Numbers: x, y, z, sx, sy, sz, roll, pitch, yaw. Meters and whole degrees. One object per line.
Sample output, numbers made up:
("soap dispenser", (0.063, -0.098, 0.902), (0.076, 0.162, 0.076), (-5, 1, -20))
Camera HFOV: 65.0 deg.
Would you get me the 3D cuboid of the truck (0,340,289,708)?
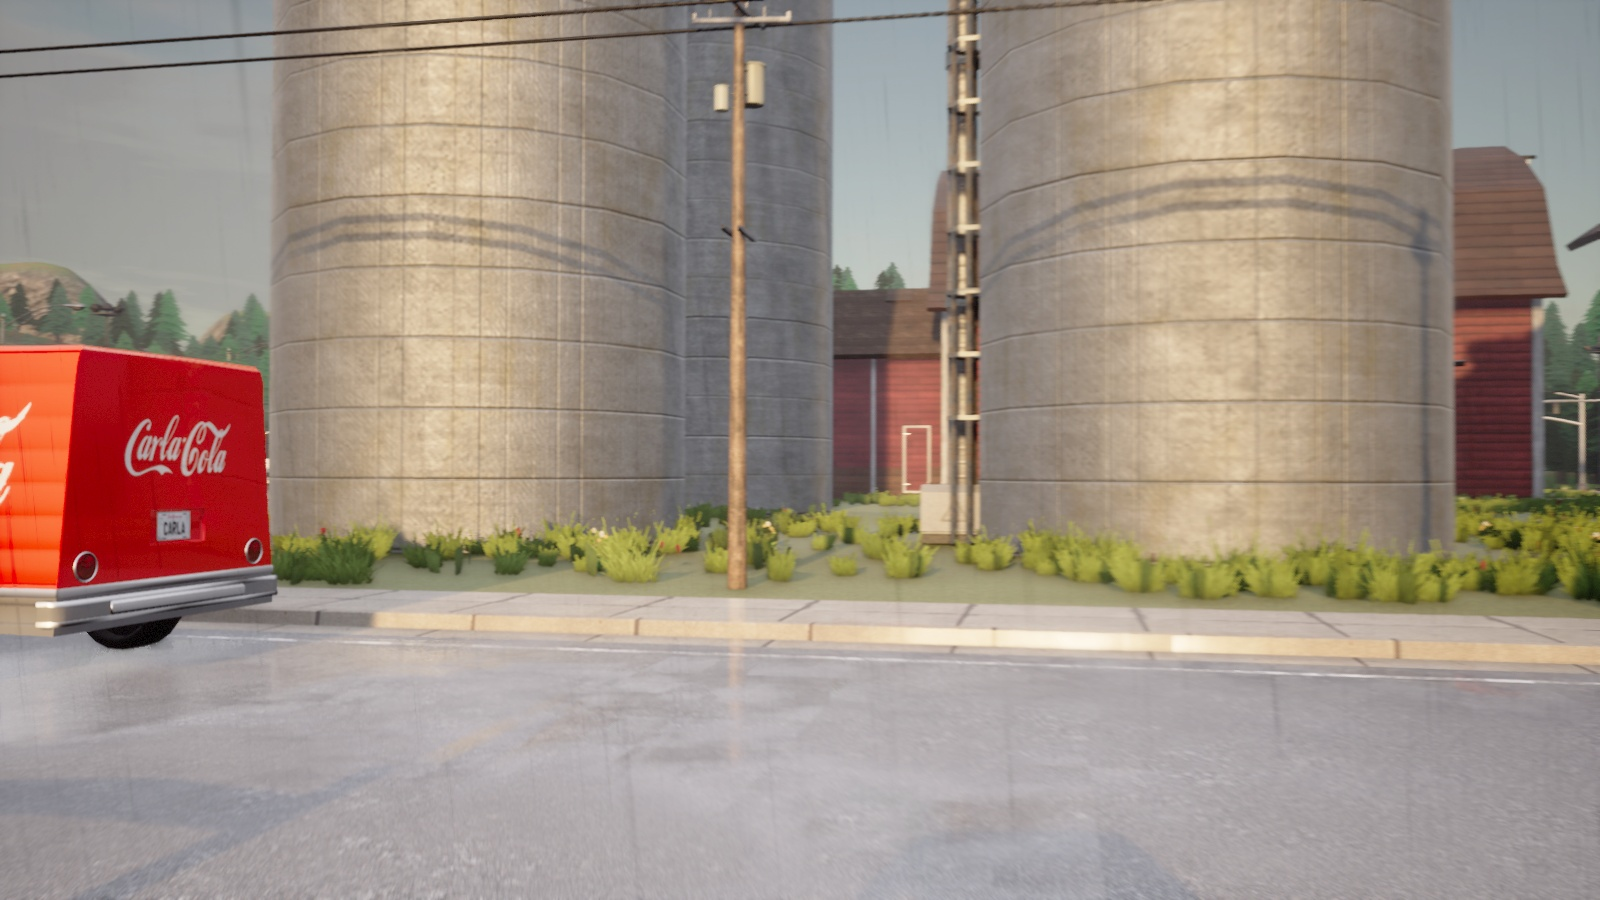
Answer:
("truck", (-7.301, 0.537, 10.279), (5.204, 2.467, 2.627), (-1, -1, 12))
